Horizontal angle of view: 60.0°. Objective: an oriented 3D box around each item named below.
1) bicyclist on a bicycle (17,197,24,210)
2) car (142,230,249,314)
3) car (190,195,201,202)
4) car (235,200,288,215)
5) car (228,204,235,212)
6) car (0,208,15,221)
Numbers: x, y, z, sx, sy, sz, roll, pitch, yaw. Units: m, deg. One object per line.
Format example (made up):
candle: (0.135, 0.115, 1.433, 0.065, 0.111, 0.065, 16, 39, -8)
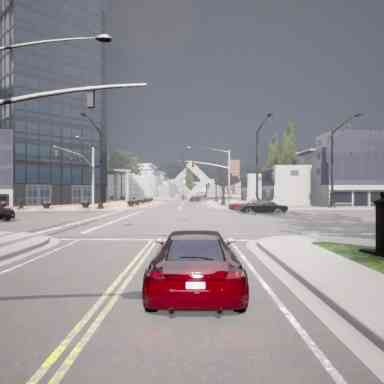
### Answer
bicyclist on a bicycle: (-21.975, 1.466, 42.578, 0.582, 1.620, 1.656, -1, 0, 0)
car: (0.075, 1.564, 7.685, 1.994, 1.385, 4.181, 0, 0, 0)
car: (0.785, 1.524, 77.306, 1.812, 1.442, 4.674, 0, 0, 12)
car: (7.117, 1.601, 33.520, 4.718, 1.301, 1.895, 0, 0, 0)
car: (6.352, 1.601, 37.011, 4.718, 1.301, 1.895, 0, 0, 0)
car: (-16.597, 1.587, 26.143, 5.008, 1.535, 1.882, -1, 0, 0)
